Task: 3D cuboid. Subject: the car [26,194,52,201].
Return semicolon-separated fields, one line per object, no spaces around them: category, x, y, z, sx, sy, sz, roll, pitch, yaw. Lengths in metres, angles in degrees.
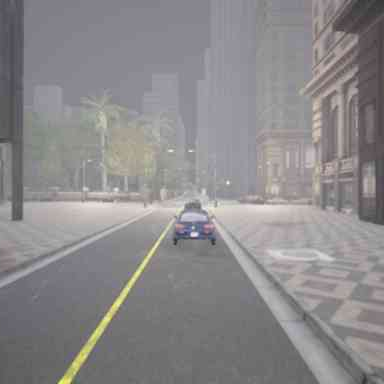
car;-31.533;1.190;68.688;4.313;1.339;1.947;1;-1;0

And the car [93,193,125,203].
car;-14.975;1.368;60.112;4.403;1.369;2.008;1;-1;0

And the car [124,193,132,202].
car;-14.957;1.182;68.642;5.009;1.841;2.192;1;-1;0

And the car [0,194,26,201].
car;-37.056;1.107;68.704;4.313;1.339;1.947;1;-1;0

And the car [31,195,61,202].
car;-26.023;1.223;60.145;4.313;1.339;1.947;1;-1;0

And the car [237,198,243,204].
car;11.881;1.556;68.560;5.009;1.841;2.192;1;-1;0

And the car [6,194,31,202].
car;-31.547;1.119;60.163;4.507;1.381;1.887;1;-1;0

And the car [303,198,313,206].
car;22.941;1.902;59.996;4.313;1.339;1.947;1;-1;0

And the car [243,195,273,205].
car;11.863;1.631;60.032;4.097;1.590;1.967;1;-1;0

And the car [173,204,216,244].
car;0.098;1.525;15.589;1.812;1.442;4.674;0;0;0

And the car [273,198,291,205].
car;17.248;1.837;68.540;4.829;1.417;1.752;1;-1;0

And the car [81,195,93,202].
car;-20.484;1.332;68.654;4.507;1.381;1.887;1;-1;0

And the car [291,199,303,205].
car;22.788;1.909;68.522;4.829;1.417;1.752;1;-1;0

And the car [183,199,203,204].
car;0.098;1.506;36.190;1.837;1.490;4.892;0;0;0
